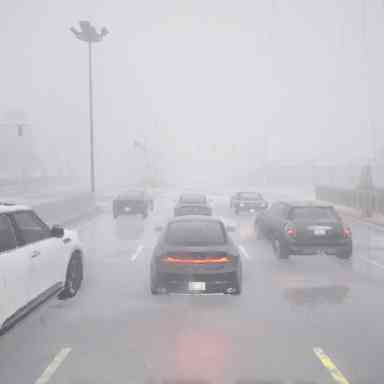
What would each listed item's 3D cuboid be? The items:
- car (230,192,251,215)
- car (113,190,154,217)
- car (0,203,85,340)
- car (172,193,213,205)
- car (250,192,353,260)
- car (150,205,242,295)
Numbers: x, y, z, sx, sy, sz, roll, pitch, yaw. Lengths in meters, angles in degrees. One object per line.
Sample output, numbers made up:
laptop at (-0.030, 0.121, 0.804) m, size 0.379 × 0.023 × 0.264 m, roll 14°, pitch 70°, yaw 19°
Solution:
car at (3.541, 0.627, 21.504) m, size 1.895 × 1.301 × 4.718 m, roll 0°, pitch 4°, yaw 1°
car at (-3.487, 0.582, 20.348) m, size 1.882 × 1.535 × 5.008 m, roll 0°, pitch 4°, yaw 0°
car at (-3.414, 1.160, 4.953) m, size 2.150 × 2.045 × 5.566 m, roll 0°, pitch 2°, yaw 0°
car at (0.029, 0.809, 17.523) m, size 1.837 × 1.490 × 4.892 m, roll 0°, pitch 4°, yaw 0°
car at (3.559, 1.044, 11.425) m, size 2.097 × 1.767 × 4.553 m, roll 0°, pitch 3°, yaw 0°
car at (0.075, 1.335, 8.321) m, size 1.837 × 1.490 × 4.892 m, roll 0°, pitch 2°, yaw 0°
